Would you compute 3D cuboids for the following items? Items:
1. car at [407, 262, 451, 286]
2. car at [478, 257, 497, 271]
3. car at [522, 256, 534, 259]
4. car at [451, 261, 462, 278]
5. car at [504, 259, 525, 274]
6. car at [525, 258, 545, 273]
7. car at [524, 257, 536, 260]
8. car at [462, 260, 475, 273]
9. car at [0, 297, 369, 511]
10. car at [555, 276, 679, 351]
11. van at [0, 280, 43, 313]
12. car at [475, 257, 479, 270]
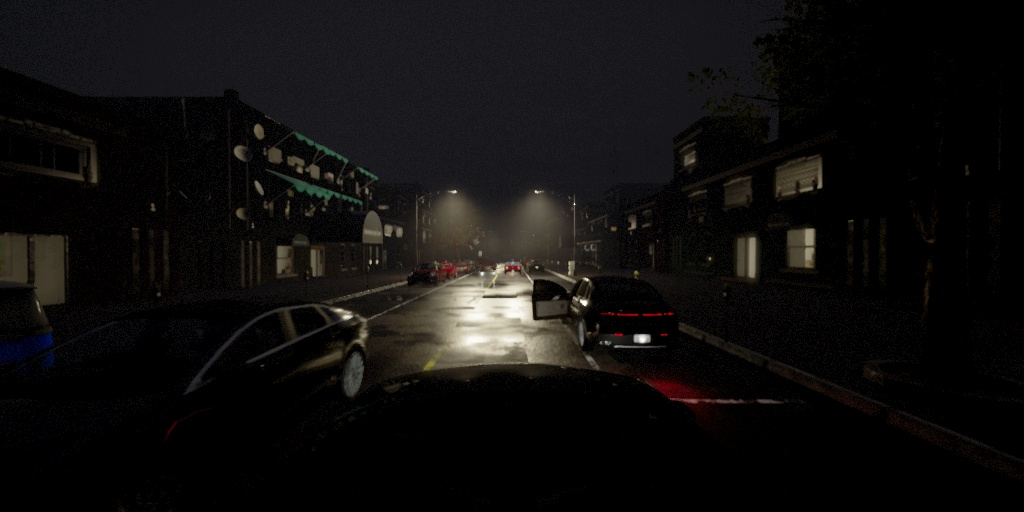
[{"bbox_3d":[-5.671,1.152,24.280,1.967,1.591,4.097,0,0,0],"label":"car"},{"bbox_3d":[-2.970,1.238,46.633,1.812,1.442,4.674,0,0,0],"label":"car"},{"bbox_3d":[2.728,0.980,52.019,2.192,1.841,5.009,0,0,0],"label":"car"},{"bbox_3d":[-5.667,1.248,29.829,1.888,1.381,4.507,0,0,0],"label":"car"},{"bbox_3d":[0.108,1.287,39.577,1.895,1.301,4.718,0,0,0],"label":"car"},{"bbox_3d":[2.721,1.250,40.922,1.948,1.339,4.313,0,0,0],"label":"car"},{"bbox_3d":[2.726,1.200,46.639,1.751,1.417,4.829,0,0,0],"label":"car"},{"bbox_3d":[-5.660,1.266,40.925,1.802,1.307,4.207,0,0,0],"label":"car"},{"bbox_3d":[-3.099,1.238,3.585,2.128,1.511,4.902,0,0,0],"label":"car"},{"bbox_3d":[2.360,1.243,8.910,1.837,1.490,4.892,0,0,0],"label":"car"},{"bbox_3d":[-5.686,1.090,2.087,1.690,1.789,3.998,0,0,0],"label":"van"},{"bbox_3d":[-5.657,1.225,46.473,2.007,1.370,4.403,0,0,0],"label":"car"}]
